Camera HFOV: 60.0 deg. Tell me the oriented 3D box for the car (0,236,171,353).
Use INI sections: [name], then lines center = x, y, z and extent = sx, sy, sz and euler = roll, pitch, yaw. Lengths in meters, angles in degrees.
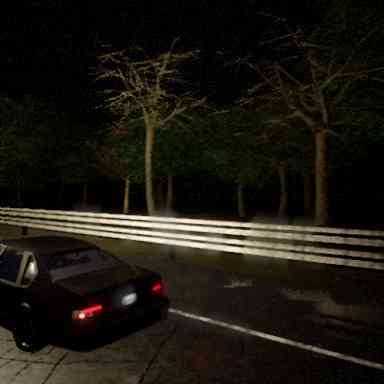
[car]
center = -2.899, 1.549, 6.149
extent = 5.357, 1.411, 2.033
euler = 0, 0, 36
